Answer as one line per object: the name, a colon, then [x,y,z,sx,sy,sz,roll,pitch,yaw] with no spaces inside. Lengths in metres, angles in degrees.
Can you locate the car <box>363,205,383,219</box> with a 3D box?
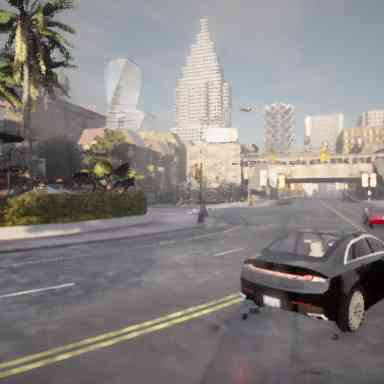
car: [12.998,1.602,22.831,1.994,1.385,4.181,0,0,23]

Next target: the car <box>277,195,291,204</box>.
car: [18.576,1.679,68.458,2.097,1.535,5.008,0,0,19]

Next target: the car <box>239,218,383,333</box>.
car: [2.987,1.508,6.924,4.902,1.511,2.128,0,0,-44]

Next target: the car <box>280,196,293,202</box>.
car: [24.132,1.722,84.737,2.231,1.521,4.892,0,0,29]
